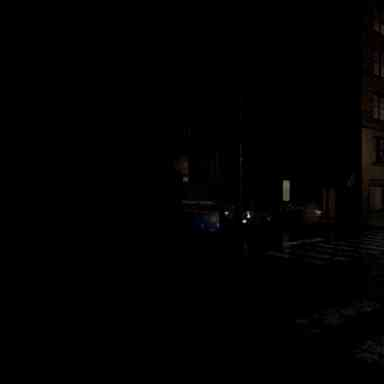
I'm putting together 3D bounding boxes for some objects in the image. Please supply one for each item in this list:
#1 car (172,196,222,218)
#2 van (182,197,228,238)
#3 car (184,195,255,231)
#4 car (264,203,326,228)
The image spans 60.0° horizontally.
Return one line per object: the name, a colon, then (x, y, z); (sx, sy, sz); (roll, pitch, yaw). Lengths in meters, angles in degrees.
car: (0.357, 1.292, 31.533); (2.192, 1.841, 5.009); (0, 0, -35)
van: (-0.199, 1.340, 17.478); (1.690, 1.788, 3.998); (0, 0, -35)
car: (1.310, 1.215, 20.167); (2.150, 2.045, 5.566); (0, 0, -33)
car: (6.771, 1.423, 22.388); (1.967, 1.590, 4.097); (0, 0, -35)
